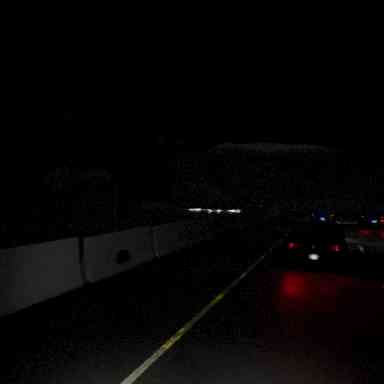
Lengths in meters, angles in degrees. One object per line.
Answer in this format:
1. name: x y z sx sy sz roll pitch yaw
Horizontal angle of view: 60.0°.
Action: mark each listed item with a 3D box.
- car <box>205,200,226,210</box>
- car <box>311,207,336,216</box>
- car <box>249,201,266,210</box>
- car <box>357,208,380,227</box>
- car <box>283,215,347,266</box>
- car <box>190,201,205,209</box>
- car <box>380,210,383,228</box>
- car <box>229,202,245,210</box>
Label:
1. car: 4.507 2.195 58.459 2.097 1.767 4.553 1 -1 23
2. car: 10.830 1.944 27.451 1.812 1.442 4.674 1 -1 23
3. car: 11.129 2.306 56.172 2.097 1.767 4.553 1 -1 23
4. car: 14.071 1.993 26.129 1.812 1.442 4.674 1 -1 23
5. car: 4.609 1.740 12.294 1.895 1.301 4.718 1 0 23
6. car: 1.176 2.349 59.549 1.994 1.385 4.181 1 -1 23
7. car: 7.657 1.404 10.500 2.150 2.045 5.566 1 0 23
8. car: 7.883 2.467 57.483 1.994 1.385 4.181 1 -1 23
